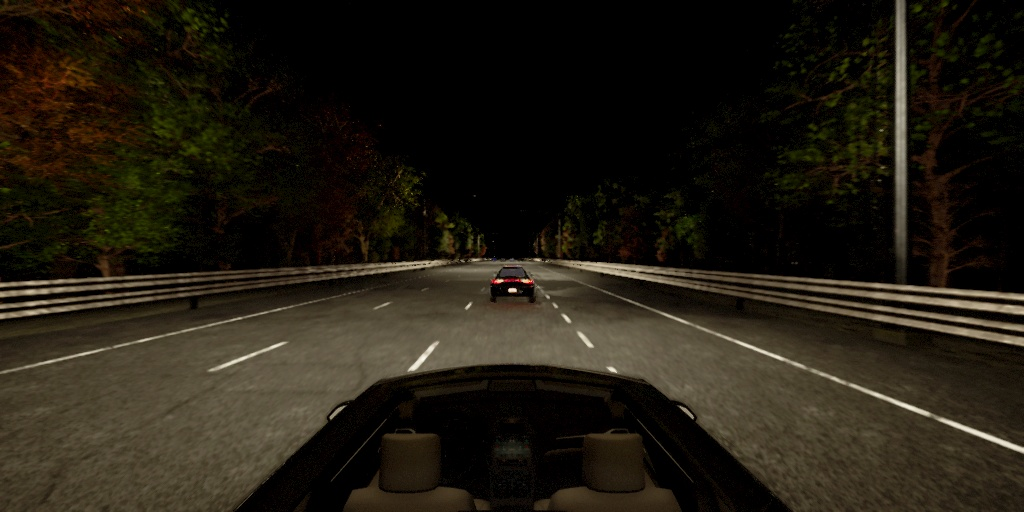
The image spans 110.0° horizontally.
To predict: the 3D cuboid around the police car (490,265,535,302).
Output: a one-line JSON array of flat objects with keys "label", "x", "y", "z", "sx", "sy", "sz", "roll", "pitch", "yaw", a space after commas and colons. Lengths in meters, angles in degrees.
[{"label": "police car", "x": 0.018, "y": 1.241, "z": 17.406, "sx": 2.038, "sy": 1.542, "sz": 4.974, "roll": 0, "pitch": 0, "yaw": 0}]
